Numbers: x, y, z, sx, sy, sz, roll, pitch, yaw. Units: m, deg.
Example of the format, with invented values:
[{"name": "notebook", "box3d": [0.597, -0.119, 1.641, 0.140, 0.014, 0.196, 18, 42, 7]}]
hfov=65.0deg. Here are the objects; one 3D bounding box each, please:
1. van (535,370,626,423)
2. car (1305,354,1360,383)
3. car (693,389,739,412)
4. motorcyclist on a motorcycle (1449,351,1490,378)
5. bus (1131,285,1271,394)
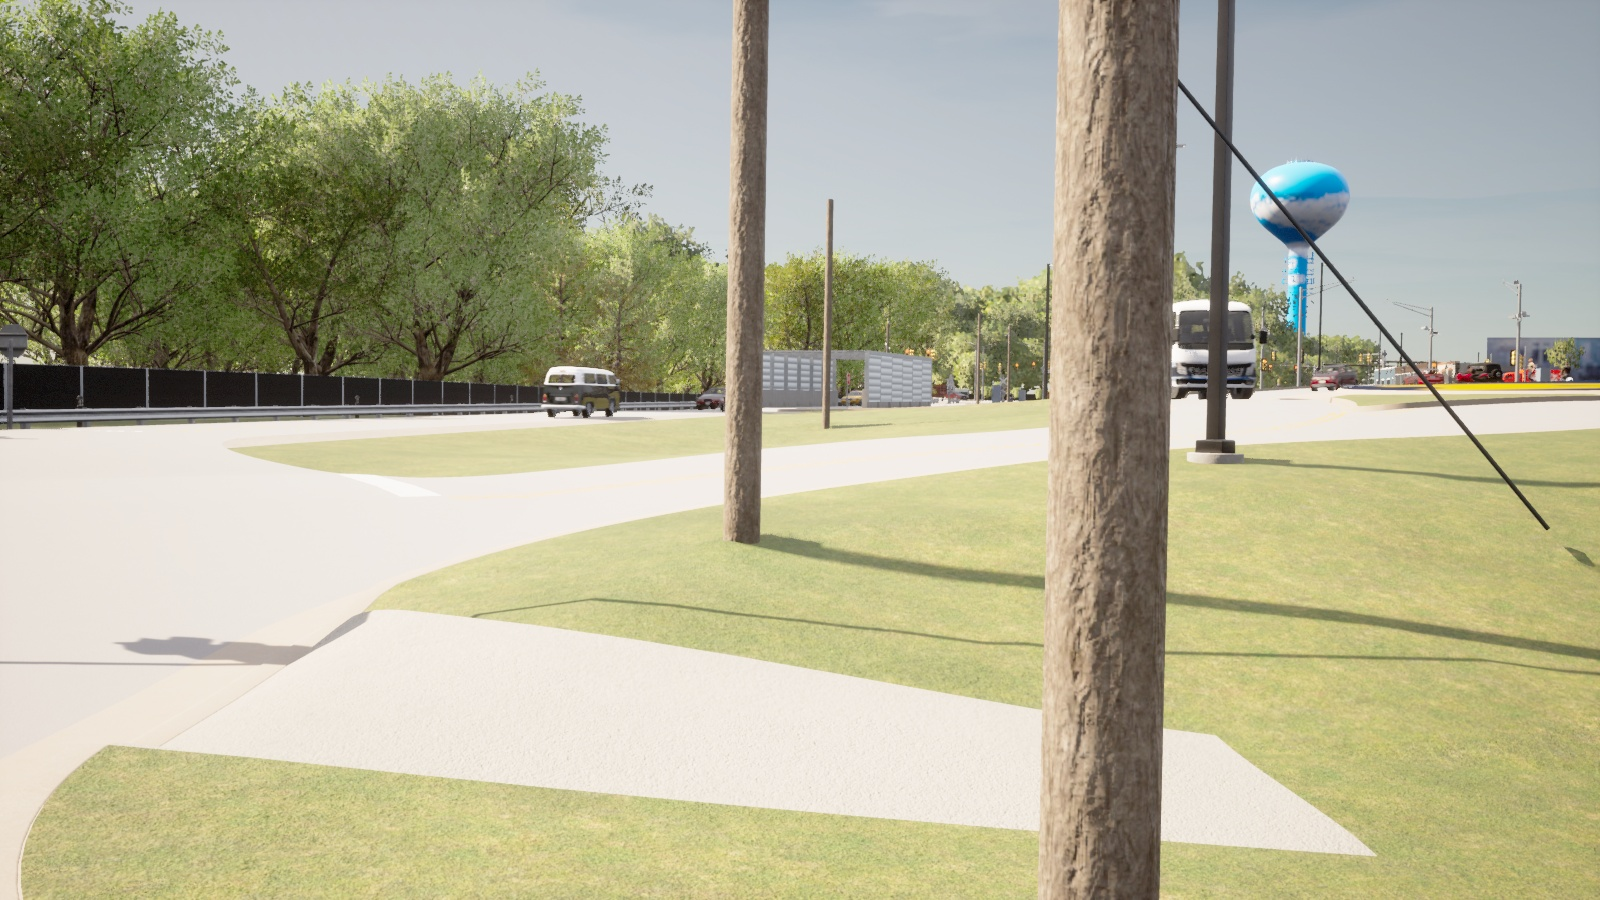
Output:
[{"name": "van", "box3d": [-8.936, -2.203, 51.531, 2.069, 2.038, 4.480, 0, 3, 13]}, {"name": "car", "box3d": [31.785, -4.850, 74.862, 1.789, 1.549, 3.705, -1, 3, 44]}, {"name": "car", "box3d": [-5.394, -3.194, 81.033, 1.816, 1.474, 4.193, 0, 3, 14]}, {"name": "motorcyclist on a motorcycle", "box3d": [40.998, -5.211, 76.954, 2.044, 1.523, 0.797, -2, 1, 12]}, {"name": "bus", "box3d": [17.372, -4.616, 55.333, 3.944, 4.253, 10.273, 0, 2, 7]}]
